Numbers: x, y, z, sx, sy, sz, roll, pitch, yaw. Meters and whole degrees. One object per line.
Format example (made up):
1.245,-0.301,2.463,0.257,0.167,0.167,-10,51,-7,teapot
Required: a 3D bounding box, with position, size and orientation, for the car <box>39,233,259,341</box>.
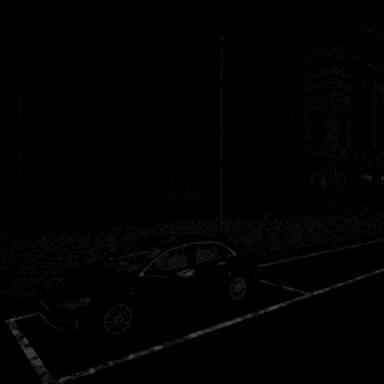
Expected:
-0.564,1.545,6.449,4.403,1.369,2.008,0,1,-38,car
